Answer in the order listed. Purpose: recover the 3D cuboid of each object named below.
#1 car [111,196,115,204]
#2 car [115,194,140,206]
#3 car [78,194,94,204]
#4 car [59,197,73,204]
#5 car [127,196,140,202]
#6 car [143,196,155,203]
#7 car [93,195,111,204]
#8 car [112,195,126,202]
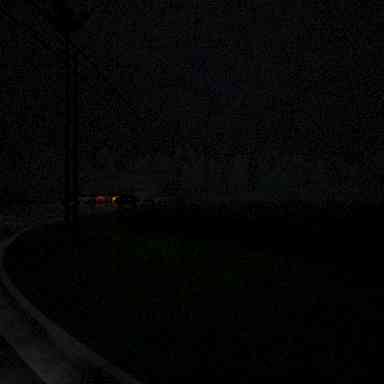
[{"bbox_3d":[-13.780,1.482,65.677,2.097,1.767,4.553,0,0,4],"label":"car"},{"bbox_3d":[-10.759,1.332,56.155,2.150,2.045,5.566,0,0,4],"label":"car"},{"bbox_3d":[-20.795,1.363,65.657,2.150,2.045,5.566,0,0,4],"label":"car"},{"bbox_3d":[-24.289,1.679,65.841,2.033,1.411,5.357,0,0,4],"label":"car"},{"bbox_3d":[-13.171,1.530,75.597,1.994,1.385,4.181,0,0,4],"label":"car"},{"bbox_3d":[-9.679,1.692,75.318,1.994,1.385,4.181,0,0,4],"label":"car"},{"bbox_3d":[-17.275,1.737,65.857,1.895,1.301,4.718,0,0,4],"label":"car"},{"bbox_3d":[-16.664,1.461,75.812,1.882,1.535,5.008,0,0,4],"label":"car"}]
